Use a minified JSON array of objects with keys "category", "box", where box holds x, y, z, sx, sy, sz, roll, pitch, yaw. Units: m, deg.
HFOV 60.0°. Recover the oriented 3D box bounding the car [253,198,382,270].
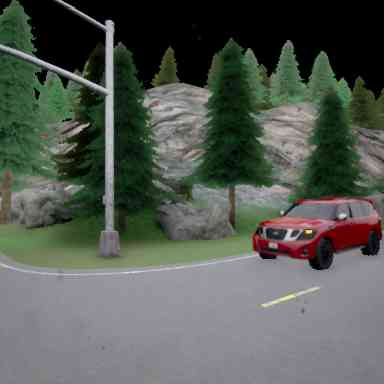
[{"category":"car","box":[4.516,1.229,11.483,5.566,2.045,2.150,0,0,-39]}]
